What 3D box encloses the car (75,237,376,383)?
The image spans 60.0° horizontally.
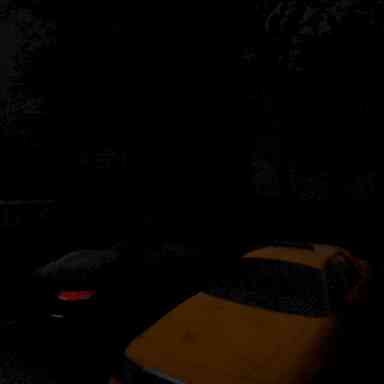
[{"bbox_3d":[1.311,1.468,4.653,1.946,1.575,5.366,0,0,36],"label":"car"}]

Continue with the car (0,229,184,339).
[{"bbox_3d":[-0.850,1.494,6.420,2.002,1.452,4.674,0,0,36],"label":"car"}]

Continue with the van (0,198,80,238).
[{"bbox_3d":[-5.314,1.194,9.754,1.878,1.987,4.442,0,0,36],"label":"van"}]
